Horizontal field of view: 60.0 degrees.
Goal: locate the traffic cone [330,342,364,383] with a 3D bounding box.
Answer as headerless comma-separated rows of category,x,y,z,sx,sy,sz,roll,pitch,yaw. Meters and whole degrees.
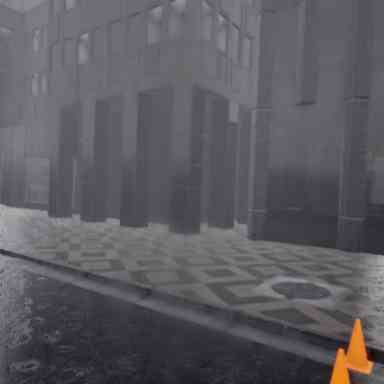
traffic cone,1.550,1.938,3.480,0.340,0.580,0.340,2,1,35

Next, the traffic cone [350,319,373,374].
traffic cone,2.129,1.939,4.294,0.340,0.580,0.340,2,1,35
